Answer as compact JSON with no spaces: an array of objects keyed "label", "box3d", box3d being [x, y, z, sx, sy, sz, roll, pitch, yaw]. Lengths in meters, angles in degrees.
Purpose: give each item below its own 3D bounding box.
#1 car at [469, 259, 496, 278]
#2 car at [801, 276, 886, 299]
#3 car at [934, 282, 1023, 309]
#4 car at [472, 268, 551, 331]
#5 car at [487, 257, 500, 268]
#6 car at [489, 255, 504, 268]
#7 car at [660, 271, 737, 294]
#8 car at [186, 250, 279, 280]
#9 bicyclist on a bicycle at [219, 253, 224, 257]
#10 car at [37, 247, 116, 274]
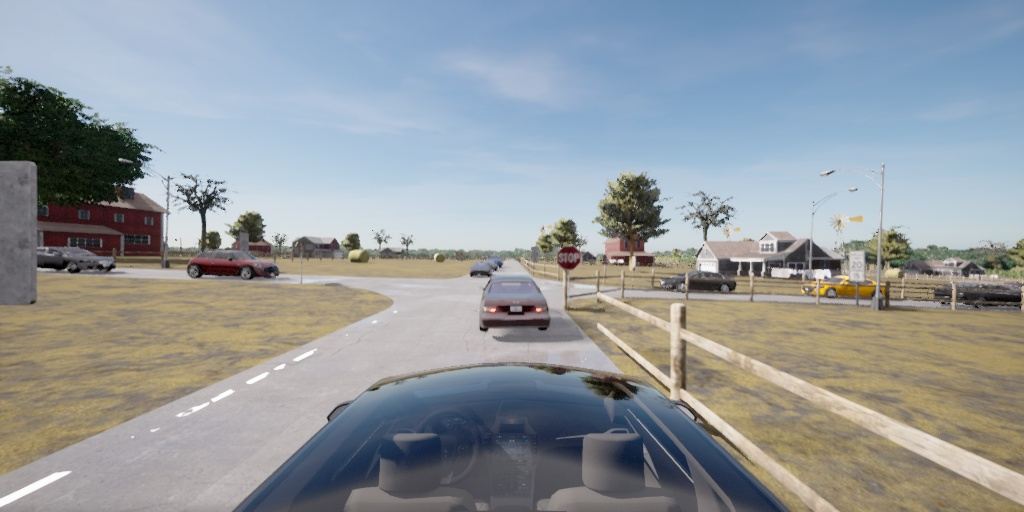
[{"label":"car","box3d":[-2.843,1.232,33.654,2.033,1.411,5.357,0,0,0]},{"label":"car","box3d":[22.800,2.123,24.666,5.008,1.535,1.882,2,0,0]},{"label":"car","box3d":[28.696,2.395,21.726,4.892,1.490,1.837,2,0,0]},{"label":"car","box3d":[-0.033,1.277,10.876,2.033,1.411,5.357,0,0,-3]},{"label":"car","box3d":[-2.833,1.188,44.940,1.812,1.442,4.674,0,0,0]},{"label":"car","box3d":[-2.781,0.866,57.335,2.150,2.045,5.566,0,0,1]},{"label":"car","box3d":[12.705,1.749,24.605,4.892,1.490,1.837,2,0,-2]},{"label":"car","box3d":[-16.695,0.464,21.667,4.553,1.767,2.097,2,0,0]},{"label":"bicyclist on a bicycle","box3d":[-22.615,0.344,27.646,0.582,1.620,1.656,2,0,0]},{"label":"car","box3d":[-26.950,0.223,21.653,4.902,1.511,2.128,2,0,0]}]
